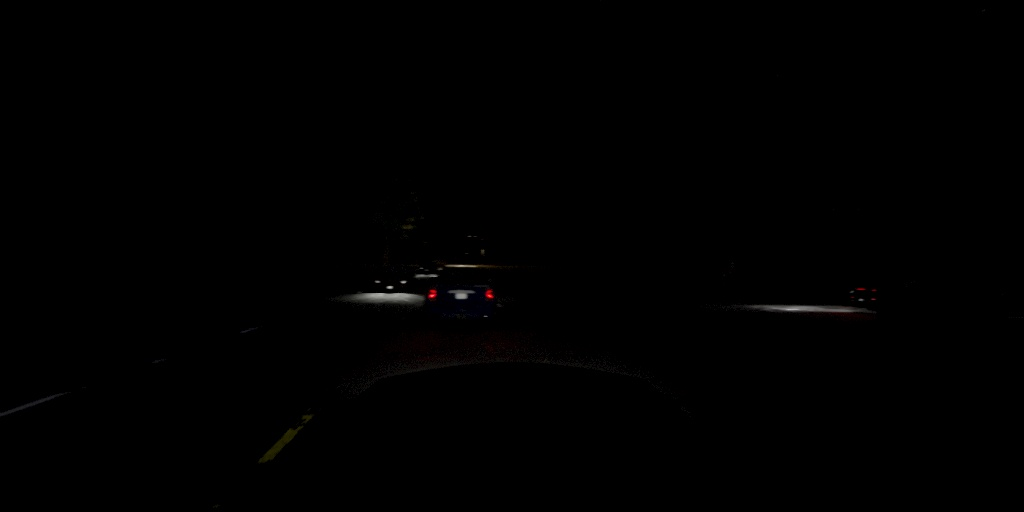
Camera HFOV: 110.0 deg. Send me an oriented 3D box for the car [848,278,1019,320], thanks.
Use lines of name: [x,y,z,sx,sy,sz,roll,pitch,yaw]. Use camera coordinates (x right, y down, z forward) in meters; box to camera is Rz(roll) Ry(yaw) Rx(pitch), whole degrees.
car: [16.993,1.648,14.591,4.902,1.511,2.128,1,-2,10]

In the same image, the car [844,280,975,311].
car: [18.984,1.874,17.240,4.718,1.301,1.895,1,-2,-8]

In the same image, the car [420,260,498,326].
car: [-1.701,1.137,12.012,2.097,1.767,4.553,1,0,-8]

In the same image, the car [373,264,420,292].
car: [-6.814,1.281,21.591,2.033,1.411,5.357,2,0,-8]
